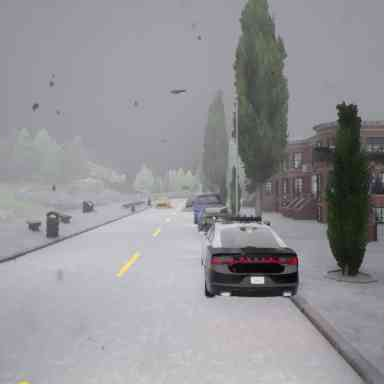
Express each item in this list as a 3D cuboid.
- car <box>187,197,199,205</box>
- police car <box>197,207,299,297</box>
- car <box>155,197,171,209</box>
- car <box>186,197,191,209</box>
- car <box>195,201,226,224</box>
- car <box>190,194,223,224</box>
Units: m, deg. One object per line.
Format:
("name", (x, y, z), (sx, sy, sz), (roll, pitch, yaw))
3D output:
("car", (0.125, 1.564, 58.925), (1.994, 1.385, 4.181), (0, 0, 0))
("police car", (1.218, 1.425, 8.729), (1.930, 1.638, 5.238), (0, 0, 0))
("car", (-3.904, 1.477, 45.720), (1.882, 1.535, 5.008), (0, 0, 0))
("car", (0.115, 1.601, 46.190), (1.895, 1.301, 4.718), (0, 0, 1))
("car", (1.238, 1.505, 18.618), (1.837, 1.490, 4.892), (0, 0, 0))
("car", (1.191, 1.174, 24.649), (2.150, 2.045, 5.566), (-3, 0, 0))
